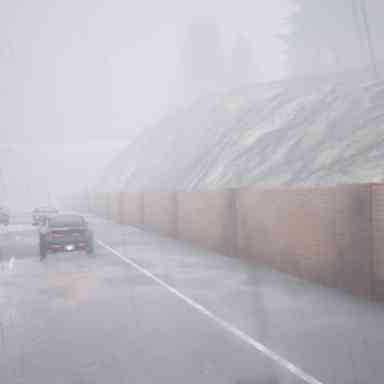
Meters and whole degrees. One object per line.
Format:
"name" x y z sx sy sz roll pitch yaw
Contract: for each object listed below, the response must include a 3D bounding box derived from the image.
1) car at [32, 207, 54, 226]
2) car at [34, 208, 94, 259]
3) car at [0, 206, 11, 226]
"car" -11.758 1.854 26.674 1.895 1.301 4.718 0 0 -26
"car" -5.213 1.627 13.459 1.837 1.490 4.892 0 0 -26
"car" -15.178 1.805 25.706 1.812 1.442 4.674 0 0 -26
